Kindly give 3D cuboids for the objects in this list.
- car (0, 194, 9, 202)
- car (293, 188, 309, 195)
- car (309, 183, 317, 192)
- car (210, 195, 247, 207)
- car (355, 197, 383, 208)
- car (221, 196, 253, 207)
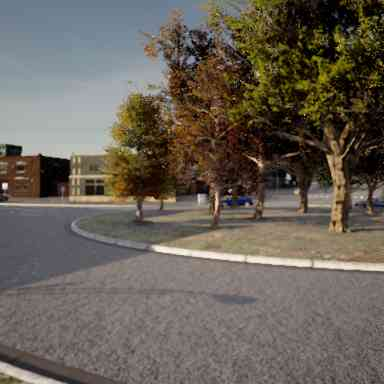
[{"bbox_3d":[-32.753,1.111,54.960,2.163,1.488,4.792,1,0,19],"label":"car"},{"bbox_3d":[24.925,-0.130,77.289,1.946,1.575,5.366,0,4,30],"label":"car"},{"bbox_3d":[30.468,-0.809,86.822,1.946,1.575,5.366,0,4,30],"label":"car"},{"bbox_3d":[5.294,1.292,48.420,5.008,1.535,1.882,0,0,-10],"label":"car"},{"bbox_3d":[24.091,1.393,43.022,5.357,1.411,2.033,0,0,42],"label":"car"},{"bbox_3d":[5.837,1.301,45.216,5.008,1.535,1.882,0,0,-10],"label":"car"}]
